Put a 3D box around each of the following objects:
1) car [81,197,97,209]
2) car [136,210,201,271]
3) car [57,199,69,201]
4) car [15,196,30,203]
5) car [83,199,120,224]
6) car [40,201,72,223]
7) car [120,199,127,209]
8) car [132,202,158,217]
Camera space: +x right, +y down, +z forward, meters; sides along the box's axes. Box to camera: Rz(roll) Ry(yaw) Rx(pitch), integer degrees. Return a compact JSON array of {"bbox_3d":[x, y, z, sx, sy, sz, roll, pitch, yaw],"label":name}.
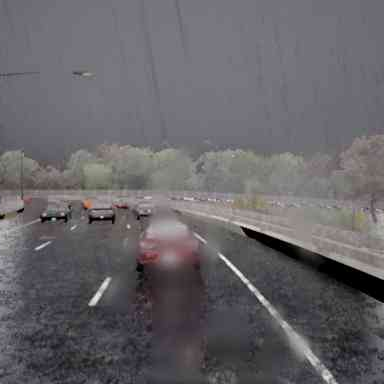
[{"bbox_3d":[-13.929,1.468,45.445,2.097,1.767,4.553,0,0,-25],"label":"car"},{"bbox_3d":[-0.816,1.545,10.925,1.812,1.442,4.674,0,0,-6],"label":"car"},{"bbox_3d":[-17.287,1.614,44.408,2.128,1.511,4.902,0,0,-25],"label":"car"},{"bbox_3d":[-37.910,1.589,73.968,4.553,1.767,2.097,0,0,44],"label":"car"},{"bbox_3d":[-6.828,1.554,25.501,2.128,1.511,4.902,0,0,-13],"label":"car"},{"bbox_3d":[-10.587,1.675,26.240,1.895,1.301,4.718,0,0,-15],"label":"car"},{"bbox_3d":[-10.252,1.667,45.802,1.994,1.385,4.181,0,0,-23],"label":"car"},{"bbox_3d":[-4.097,1.605,29.027,2.033,1.411,5.357,0,0,-16],"label":"car"}]
